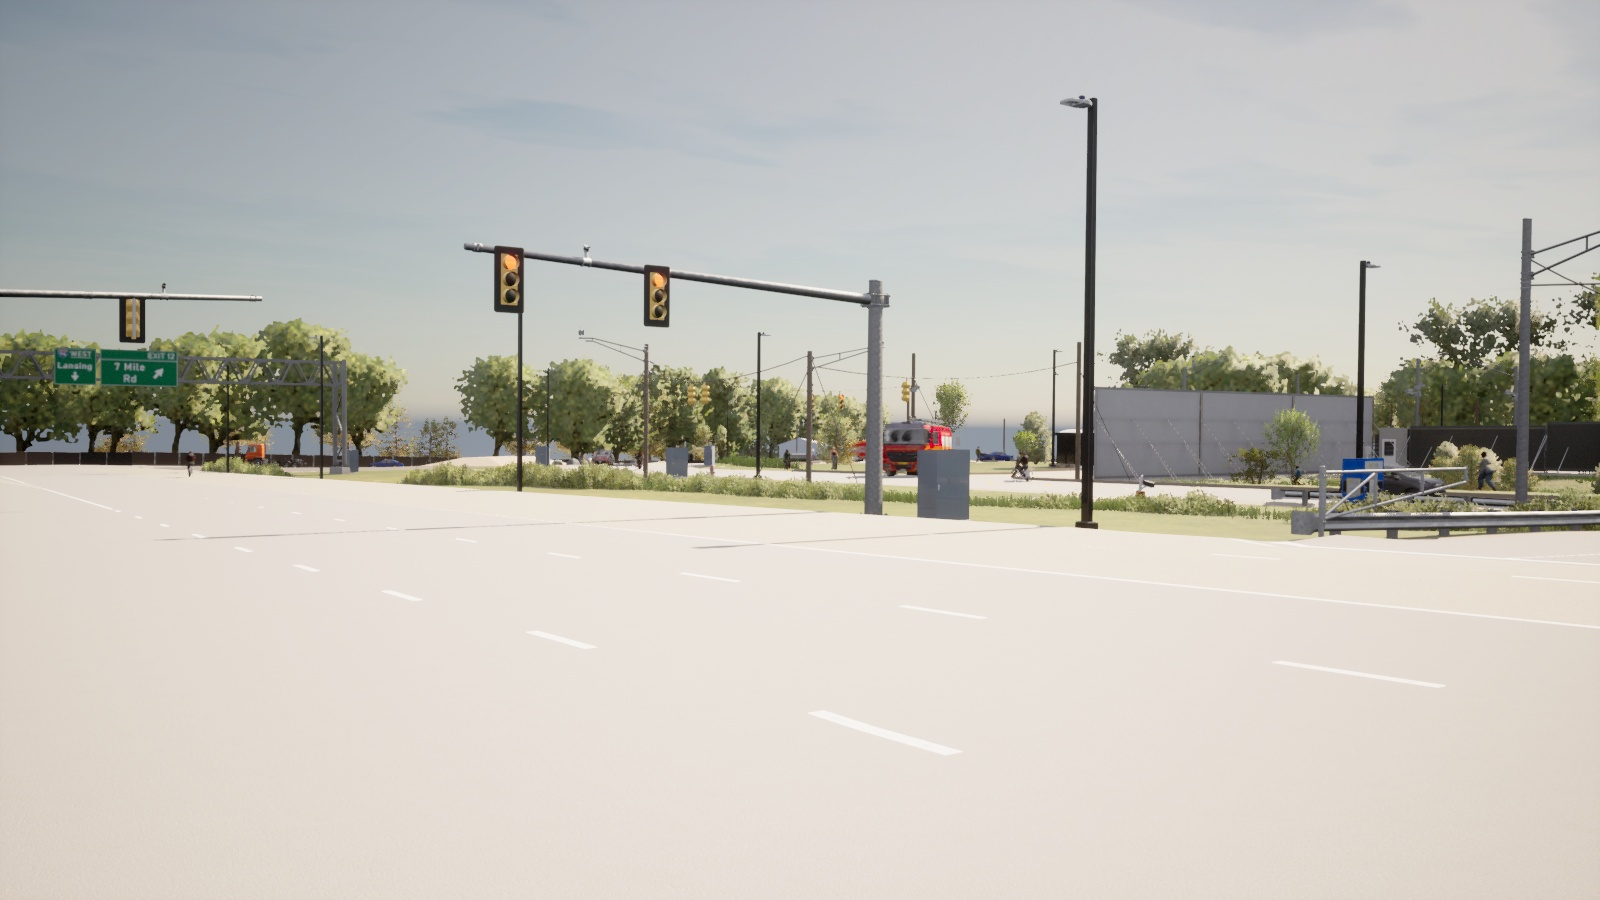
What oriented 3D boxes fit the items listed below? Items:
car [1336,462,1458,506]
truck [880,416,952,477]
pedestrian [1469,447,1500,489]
[{"bbox_3d":[22.046,1.223,46.472,1.845,1.501,3.633,-1,1,-34],"label":"car"},{"bbox_3d":[7.812,-0.169,83.169,2.891,3.827,8.468,0,-1,18],"label":"truck"},{"bbox_3d":[30.873,0.800,56.625,0.874,1.855,0.900,-1,2,-36],"label":"pedestrian"}]
